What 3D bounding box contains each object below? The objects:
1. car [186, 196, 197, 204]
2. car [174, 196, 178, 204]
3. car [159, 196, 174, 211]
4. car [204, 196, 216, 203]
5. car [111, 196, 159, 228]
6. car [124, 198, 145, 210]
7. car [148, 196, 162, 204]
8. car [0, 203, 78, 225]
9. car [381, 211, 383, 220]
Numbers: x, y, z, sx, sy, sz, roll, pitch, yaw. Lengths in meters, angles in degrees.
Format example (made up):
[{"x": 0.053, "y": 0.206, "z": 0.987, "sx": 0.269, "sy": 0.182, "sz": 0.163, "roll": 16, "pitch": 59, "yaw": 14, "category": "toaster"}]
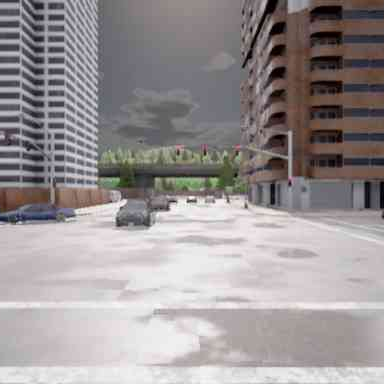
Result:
[{"x": -0.048, "y": 1.464, "z": 63.460, "sx": 1.994, "sy": 1.385, "sz": 4.181, "roll": 0, "pitch": 0, "yaw": 0, "category": "car"}, {"x": -3.564, "y": 1.451, "z": 61.489, "sx": 2.033, "sy": 1.411, "sz": 5.357, "roll": 0, "pitch": 0, "yaw": 0, "category": "car"}, {"x": -3.623, "y": 1.291, "z": 38.720, "sx": 2.097, "sy": 1.767, "sz": 4.553, "roll": 0, "pitch": 0, "yaw": 0, "category": "car"}, {"x": 3.452, "y": 1.426, "z": 63.464, "sx": 1.812, "sy": 1.442, "sz": 4.674, "roll": 0, "pitch": 0, "yaw": 0, "category": "car"}, {"x": -3.616, "y": 1.317, "z": 21.987, "sx": 2.097, "sy": 1.767, "sz": 4.553, "roll": 0, "pitch": 0, "yaw": 0, "category": "car"}, {"x": -7.122, "y": 1.498, "z": 41.631, "sx": 1.994, "sy": 1.385, "sz": 4.181, "roll": 0, "pitch": 0, "yaw": 0, "category": "car"}, {"x": -7.051, "y": 1.448, "z": 63.254, "sx": 2.033, "sy": 1.411, "sz": 5.357, "roll": 0, "pitch": 0, "yaw": 0, "category": "car"}, {"x": -11.204, "y": 1.509, "z": 24.172, "sx": 5.357, "sy": 1.411, "sz": 2.033, "roll": 0, "pitch": 0, "yaw": -35, "category": "car"}, {"x": 15.997, "y": 1.468, "z": 23.436, "sx": 4.892, "sy": 1.490, "sz": 1.837, "roll": 0, "pitch": 0, "yaw": 0, "category": "car"}]
